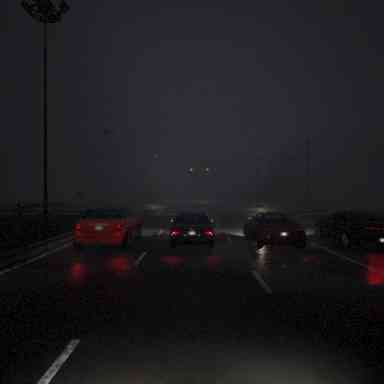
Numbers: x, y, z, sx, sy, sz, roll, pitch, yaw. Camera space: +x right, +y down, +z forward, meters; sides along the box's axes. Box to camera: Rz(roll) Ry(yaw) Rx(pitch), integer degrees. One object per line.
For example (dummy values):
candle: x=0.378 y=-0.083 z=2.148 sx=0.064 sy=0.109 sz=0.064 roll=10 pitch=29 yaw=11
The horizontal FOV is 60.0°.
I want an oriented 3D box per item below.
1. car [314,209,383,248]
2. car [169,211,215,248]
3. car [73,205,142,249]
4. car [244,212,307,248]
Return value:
car: x=7.000 y=1.515 z=14.650 sx=1.837 sy=1.490 sz=4.892 roll=0 pitch=0 yaw=0
car: x=0.000 y=1.562 z=14.650 sx=2.033 sy=1.411 sz=5.357 roll=0 pitch=0 yaw=0
car: x=-3.500 y=1.365 z=14.620 sx=2.097 sy=1.767 sz=4.553 roll=0 pitch=0 yaw=0
car: x=3.500 y=1.571 z=14.650 sx=1.994 sy=1.385 sz=4.181 roll=0 pitch=0 yaw=0
